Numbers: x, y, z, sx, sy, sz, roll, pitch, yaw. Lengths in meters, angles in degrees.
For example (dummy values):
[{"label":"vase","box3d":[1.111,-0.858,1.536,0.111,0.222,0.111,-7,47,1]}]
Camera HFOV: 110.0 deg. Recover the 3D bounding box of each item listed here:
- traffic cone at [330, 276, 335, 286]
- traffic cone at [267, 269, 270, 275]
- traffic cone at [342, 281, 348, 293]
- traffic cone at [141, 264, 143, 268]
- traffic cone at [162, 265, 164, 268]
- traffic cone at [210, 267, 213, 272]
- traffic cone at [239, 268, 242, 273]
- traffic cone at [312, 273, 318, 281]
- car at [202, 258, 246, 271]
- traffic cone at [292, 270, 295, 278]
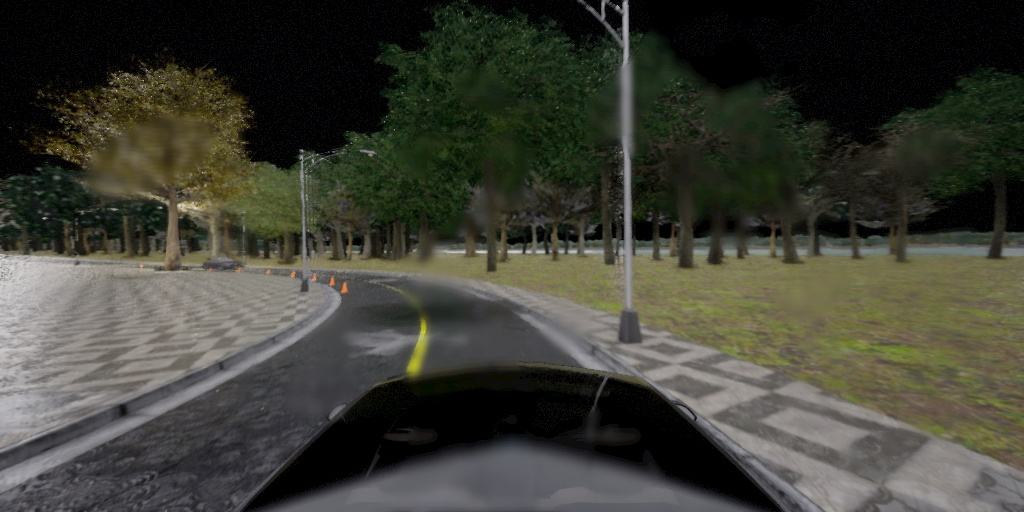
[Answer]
[{"label":"traffic cone","box3d":[-11.809,1.631,23.587,0.340,0.580,0.340,0,0,-38]},{"label":"traffic cone","box3d":[-22.236,1.469,32.772,0.340,0.580,0.340,0,0,31]},{"label":"traffic cone","box3d":[-9.196,1.693,19.734,0.340,0.580,0.340,0,0,-31]},{"label":"traffic cone","box3d":[-44.631,1.240,43.228,0.340,0.580,0.340,0,0,25]},{"label":"traffic cone","box3d":[-40.082,1.296,41.149,0.340,0.580,0.340,0,0,25]},{"label":"traffic cone","box3d":[-30.986,1.391,36.992,0.340,0.580,0.340,0,0,25]},{"label":"traffic cone","box3d":[-26.439,1.431,34.912,0.340,0.580,0.340,0,0,25]},{"label":"traffic cone","box3d":[-14.888,1.567,27.080,0.340,0.580,0.340,0,0,-45]},{"label":"car","box3d":[-32.122,0.934,39.919,5.357,1.411,2.033,1,1,25]},{"label":"traffic cone","box3d":[-18.382,1.513,30.158,0.340,0.580,0.340,0,0,38]}]
